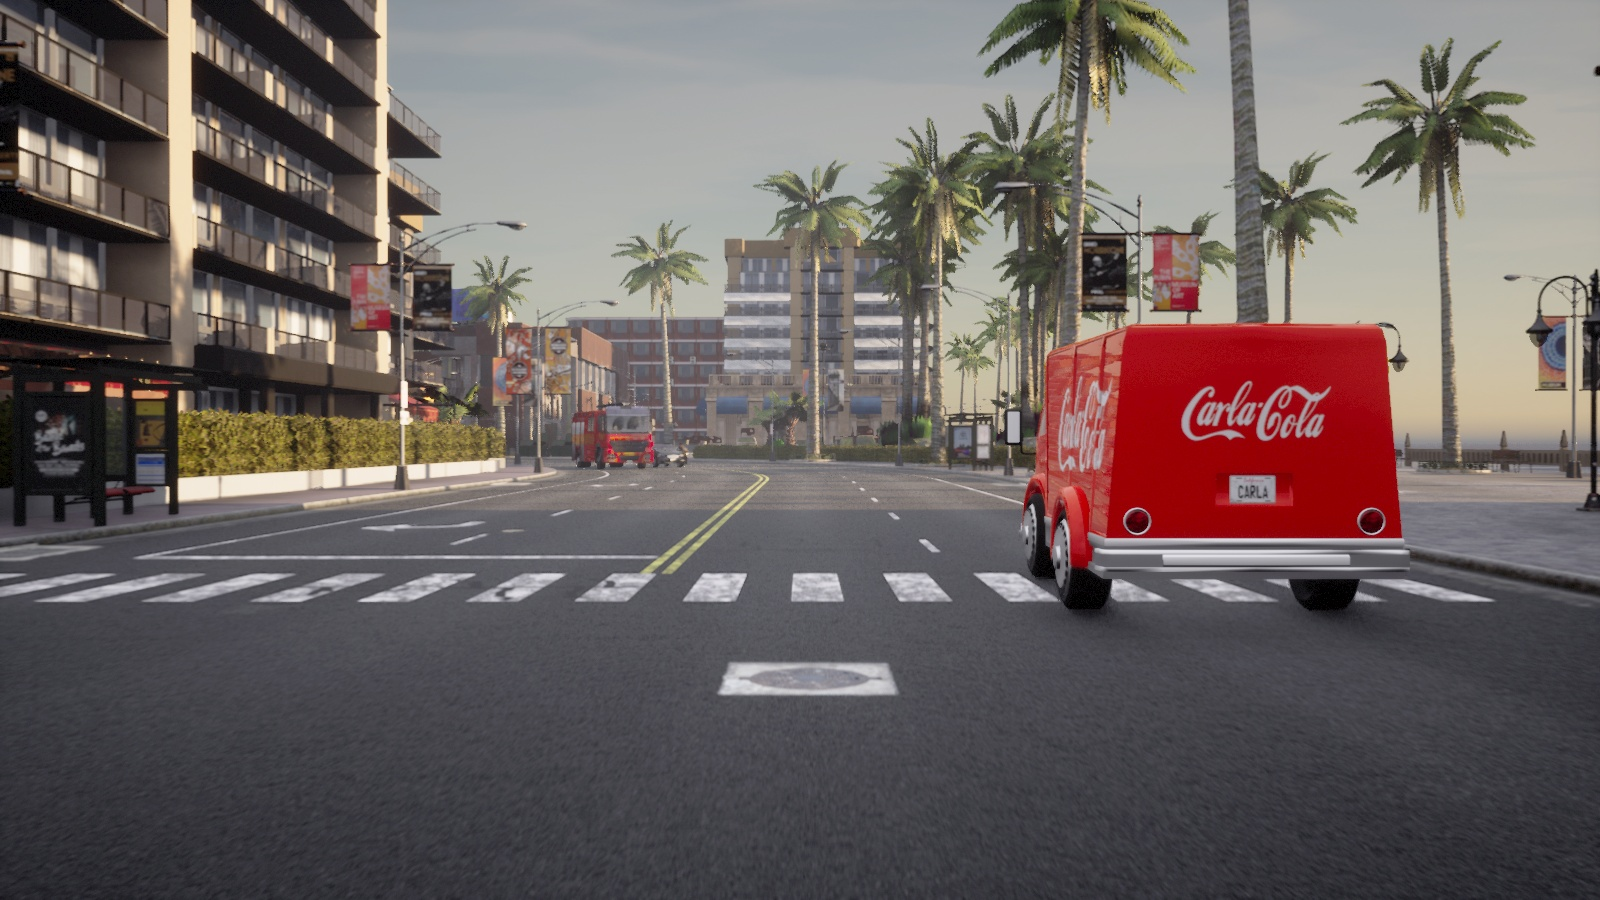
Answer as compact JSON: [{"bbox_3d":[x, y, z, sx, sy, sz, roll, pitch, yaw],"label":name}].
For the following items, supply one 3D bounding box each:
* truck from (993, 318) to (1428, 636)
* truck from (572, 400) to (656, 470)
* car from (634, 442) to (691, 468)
[{"bbox_3d":[3.592,0.193,12.369,2.627,2.467,5.204,0,0,1],"label":"truck"},{"bbox_3d":[-11.030,-0.844,73.646,2.891,3.827,8.468,0,0,-23],"label":"truck"},{"bbox_3d":[-8.444,0.262,76.573,2.128,1.511,4.902,0,0,-23],"label":"car"}]
